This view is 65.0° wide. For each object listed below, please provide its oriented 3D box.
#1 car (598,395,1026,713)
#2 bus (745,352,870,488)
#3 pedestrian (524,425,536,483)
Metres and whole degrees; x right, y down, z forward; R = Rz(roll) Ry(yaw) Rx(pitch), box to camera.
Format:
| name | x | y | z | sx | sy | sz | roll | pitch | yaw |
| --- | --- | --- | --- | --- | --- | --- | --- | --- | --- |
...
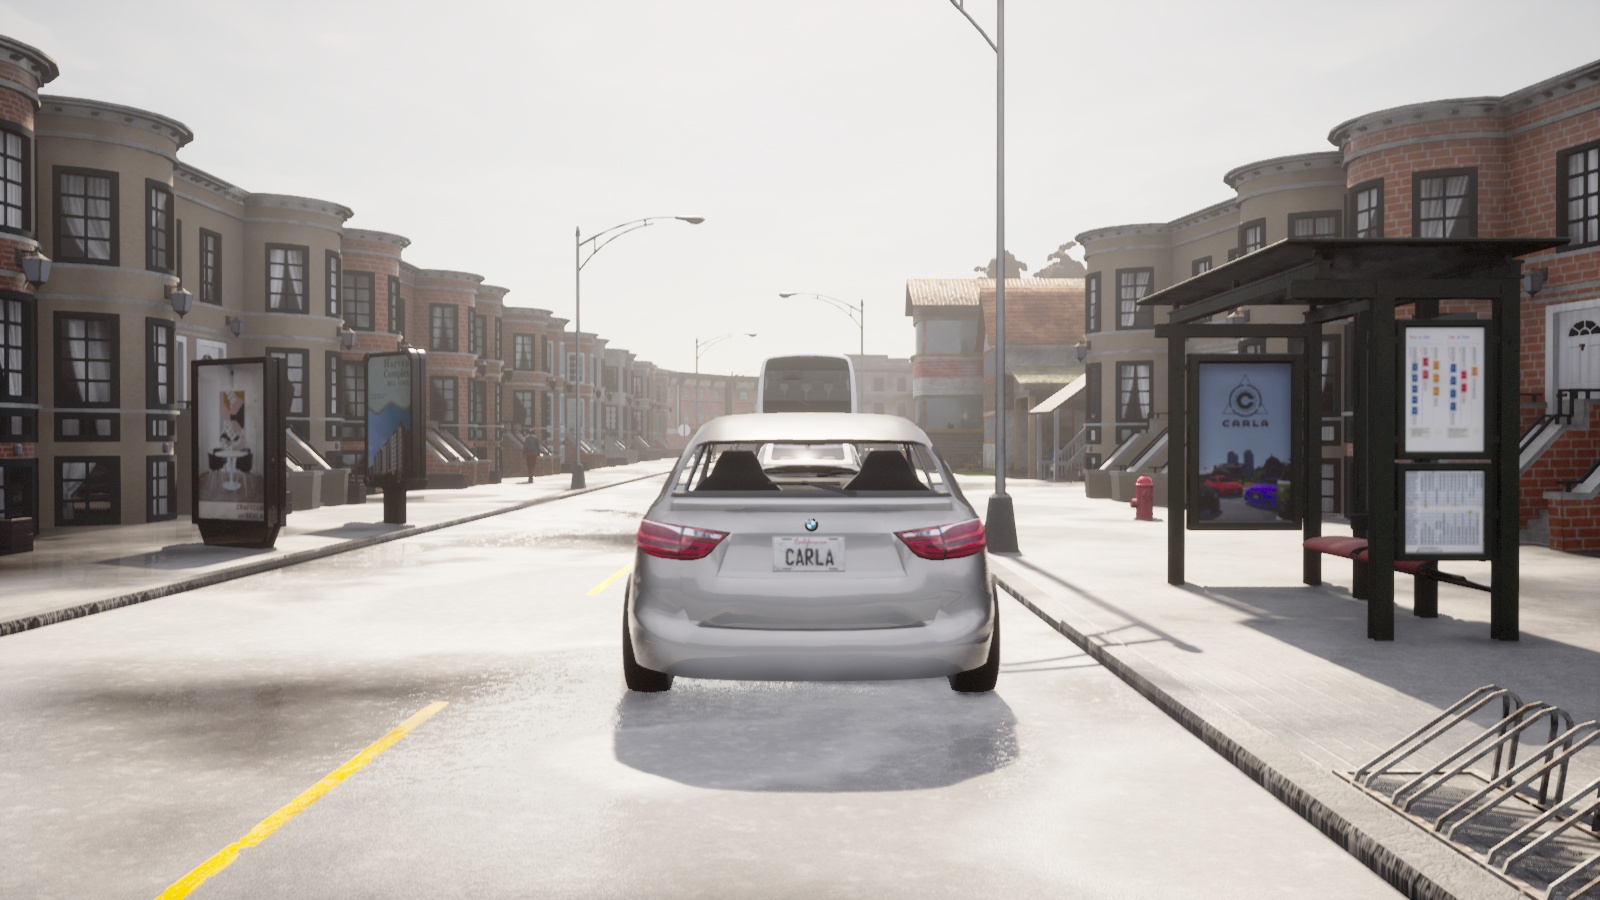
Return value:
| name | x | y | z | sx | sy | sz | roll | pitch | yaw |
| --- | --- | --- | --- | --- | --- | --- | --- | --- | --- |
| car | 0.065 | 0.521 | 8.888 | 2.242 | 1.667 | 4.611 | 0 | 1 | 0 |
| bus | 0.260 | -0.984 | 44.698 | 3.944 | 4.253 | 10.273 | 0 | 0 | 0 |
| pedestrian | -8.766 | 0.125 | 40.785 | 0.353 | 1.847 | 0.614 | 0 | 0 | -12 |
